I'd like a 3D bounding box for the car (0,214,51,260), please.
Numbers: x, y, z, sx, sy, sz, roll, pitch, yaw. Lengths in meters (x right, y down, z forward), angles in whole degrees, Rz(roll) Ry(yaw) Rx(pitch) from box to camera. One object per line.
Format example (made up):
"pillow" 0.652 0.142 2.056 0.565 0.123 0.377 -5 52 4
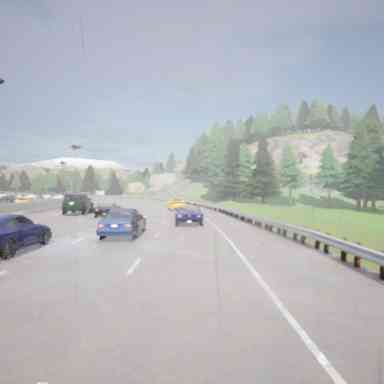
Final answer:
"car" -6.933 1.526 12.330 1.812 1.442 4.674 0 0 -1

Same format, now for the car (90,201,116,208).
"car" -7.854 1.602 31.112 1.895 1.301 4.718 0 0 -5

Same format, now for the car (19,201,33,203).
"car" -24.614 1.479 48.615 1.882 1.535 5.008 0 0 -10

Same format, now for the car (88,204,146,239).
"car" -3.518 1.548 17.239 2.033 1.411 5.357 0 0 -2

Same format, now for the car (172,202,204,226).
"car" -0.287 1.602 23.576 1.895 1.301 4.718 0 0 -3

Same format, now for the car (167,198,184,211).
"car" -2.011 1.479 41.344 1.882 1.535 5.008 0 0 -8

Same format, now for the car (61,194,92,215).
"car" -11.667 1.223 34.086 2.150 2.045 5.566 0 0 -6
